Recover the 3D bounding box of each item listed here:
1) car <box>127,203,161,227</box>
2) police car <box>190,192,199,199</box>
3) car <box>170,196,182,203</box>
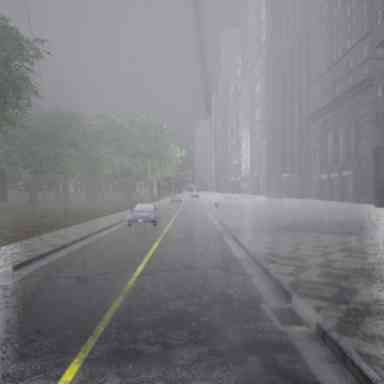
[{"bbox_3d":[-3.101,1.463,22.363,1.812,1.442,4.674,0,0,0],"label":"car"},{"bbox_3d":[1.038,1.052,95.206,1.930,1.638,5.238,0,0,0],"label":"police car"},{"bbox_3d":[-3.026,1.369,63.479,1.994,1.385,4.181,0,0,0],"label":"car"}]
